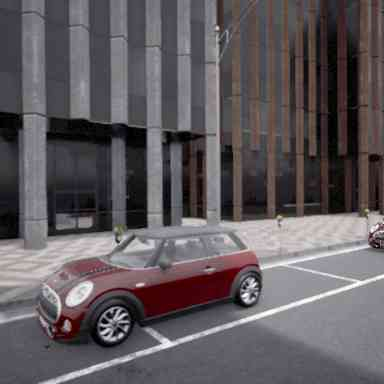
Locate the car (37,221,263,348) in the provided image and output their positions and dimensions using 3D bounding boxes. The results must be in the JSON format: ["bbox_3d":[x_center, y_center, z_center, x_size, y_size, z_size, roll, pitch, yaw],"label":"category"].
[{"bbox_3d":[-0.633,1.421,6.201,4.097,1.590,1.967,0,0,-36],"label":"car"}]

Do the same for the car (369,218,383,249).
[{"bbox_3d":[8.544,1.349,12.748,4.097,1.590,1.967,0,0,-36],"label":"car"}]
